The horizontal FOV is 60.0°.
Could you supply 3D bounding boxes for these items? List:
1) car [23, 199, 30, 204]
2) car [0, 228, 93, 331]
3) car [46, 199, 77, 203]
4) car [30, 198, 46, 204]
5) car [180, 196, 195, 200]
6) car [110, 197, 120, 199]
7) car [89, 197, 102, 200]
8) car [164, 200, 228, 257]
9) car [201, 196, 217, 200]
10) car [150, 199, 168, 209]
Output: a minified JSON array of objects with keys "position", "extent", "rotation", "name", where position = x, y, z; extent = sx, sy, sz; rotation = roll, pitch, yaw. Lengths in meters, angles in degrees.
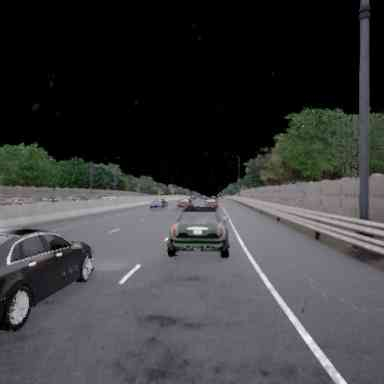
[{"position":[-21.904,1.531,46.800],"extent":[1.994,1.385,4.181],"rotation":[0,0,5],"name":"car"},{"position":[-3.619,1.499,6.872],"extent":[1.837,1.490,4.892],"rotation":[0,0,4],"name":"car"},{"position":[-15.341,1.537,40.919],"extent":[2.033,1.411,5.357],"rotation":[0,0,4],"name":"car"},{"position":[-18.660,1.541,43.346],"extent":[1.994,1.385,4.181],"rotation":[0,0,5],"name":"car"},{"position":[-0.944,1.581,45.008],"extent":[1.812,1.442,4.674],"rotation":[0,0,4],"name":"car"},{"position":[-13.925,1.564,60.021],"extent":[1.812,1.442,4.674],"rotation":[0,0,4],"name":"car"},{"position":[-17.417,1.611,60.266],"extent":[2.033,1.411,5.357],"rotation":[0,0,4],"name":"car"},{"position":[0.340,1.373,13.313],"extent":[2.097,1.767,4.553],"rotation":[0,0,4],"name":"car"},{"position":[2.547,1.596,44.764],"extent":[1.812,1.442,4.674],"rotation":[0,0,4],"name":"car"},{"position":[-4.434,1.588,45.258],"extent":[2.033,1.411,5.357],"rotation":[0,0,4],"name":"car"}]
